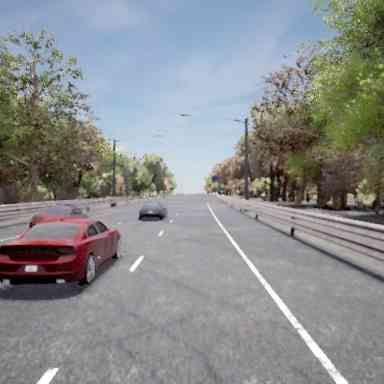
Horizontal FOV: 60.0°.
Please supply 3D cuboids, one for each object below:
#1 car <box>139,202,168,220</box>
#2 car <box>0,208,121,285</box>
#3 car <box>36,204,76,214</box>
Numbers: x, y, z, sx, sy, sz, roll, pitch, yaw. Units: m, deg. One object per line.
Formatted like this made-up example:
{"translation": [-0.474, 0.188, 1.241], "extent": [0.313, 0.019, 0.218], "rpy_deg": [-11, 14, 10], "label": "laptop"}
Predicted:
{"translation": [-3.158, 1.490, 27.601], "extent": [1.994, 1.385, 4.181], "rpy_deg": [0, 0, 1], "label": "car"}
{"translation": [-3.362, 1.452, 9.455], "extent": [1.882, 1.535, 5.008], "rpy_deg": [0, 0, 0], "label": "car"}
{"translation": [-6.717, 1.396, 17.598], "extent": [1.994, 1.385, 4.181], "rpy_deg": [9, -1, 1], "label": "car"}
